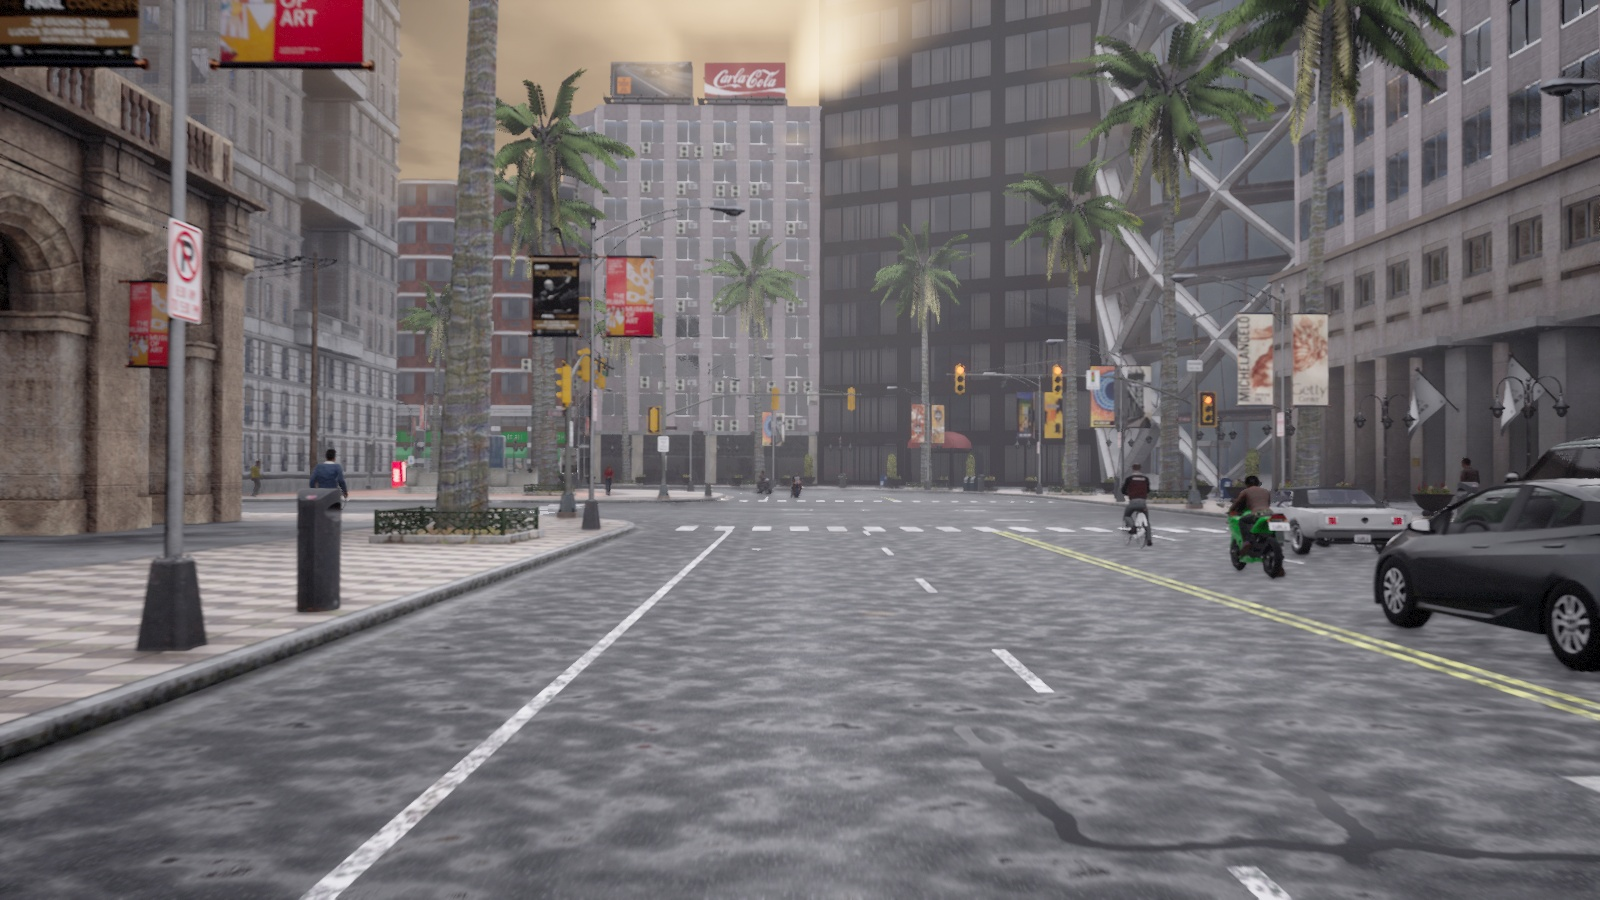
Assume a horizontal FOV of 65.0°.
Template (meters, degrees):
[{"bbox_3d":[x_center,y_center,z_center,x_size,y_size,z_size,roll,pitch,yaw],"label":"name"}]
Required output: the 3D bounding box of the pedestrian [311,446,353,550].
[{"bbox_3d":[-8.904,0.907,23.927,0.423,1.949,0.788,0,-1,7],"label":"pedestrian"}]

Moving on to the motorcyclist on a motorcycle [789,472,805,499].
[{"bbox_3d":[-0.188,2.096,74.414,0.866,1.530,2.191,0,-1,-3],"label":"motorcyclist on a motorcycle"}]

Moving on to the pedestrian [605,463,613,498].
[{"bbox_3d":[-10.348,1.651,68.024,0.331,1.846,0.636,0,-1,-1],"label":"pedestrian"}]

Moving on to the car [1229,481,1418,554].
[{"bbox_3d":[10.460,1.301,25.533,1.895,1.301,4.718,0,-1,0],"label":"car"}]

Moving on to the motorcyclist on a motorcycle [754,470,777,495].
[{"bbox_3d":[-2.324,2.189,84.496,0.766,1.649,2.350,0,-1,-23],"label":"motorcyclist on a motorcycle"}]

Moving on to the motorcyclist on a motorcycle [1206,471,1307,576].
[{"bbox_3d":[6.983,1.092,19.319,0.797,1.523,2.044,0,-1,0],"label":"motorcyclist on a motorcycle"}]

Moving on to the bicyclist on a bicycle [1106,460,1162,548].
[{"bbox_3d":[6.973,1.097,26.280,0.659,1.776,1.843,0,-1,0],"label":"bicyclist on a bicycle"}]

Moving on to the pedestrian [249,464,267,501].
[{"bbox_3d":[-27.119,1.631,62.823,0.709,1.840,0.431,0,-1,5],"label":"pedestrian"}]

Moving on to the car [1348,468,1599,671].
[{"bbox_3d":[6.998,0.925,11.458,2.007,1.525,4.514,0,-1,0],"label":"car"}]

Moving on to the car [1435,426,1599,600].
[{"bbox_3d":[10.494,0.756,15.775,2.150,2.045,5.566,0,-1,-1],"label":"car"}]

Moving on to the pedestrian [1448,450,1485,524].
[{"bbox_3d":[16.849,0.936,31.742,0.431,1.840,0.703,0,-1,-17],"label":"pedestrian"}]
